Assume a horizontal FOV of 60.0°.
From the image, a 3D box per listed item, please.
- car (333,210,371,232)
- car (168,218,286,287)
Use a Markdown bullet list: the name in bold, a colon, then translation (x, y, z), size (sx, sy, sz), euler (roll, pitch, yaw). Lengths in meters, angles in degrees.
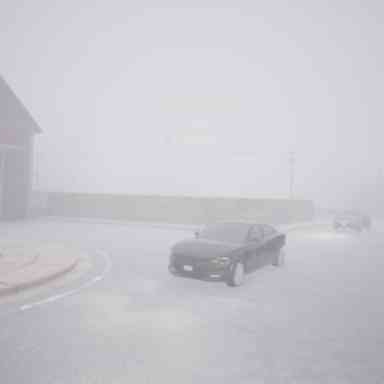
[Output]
- **car**: translation (12.388, 2.159, 25.593), size (2.128, 1.511, 4.902), euler (1, -1, 40)
- **car**: translation (1.291, 1.596, 10.016), size (1.882, 1.535, 5.008), euler (2, 0, 34)
